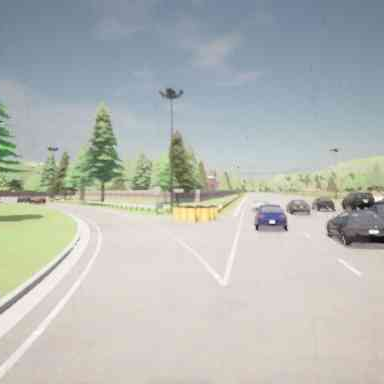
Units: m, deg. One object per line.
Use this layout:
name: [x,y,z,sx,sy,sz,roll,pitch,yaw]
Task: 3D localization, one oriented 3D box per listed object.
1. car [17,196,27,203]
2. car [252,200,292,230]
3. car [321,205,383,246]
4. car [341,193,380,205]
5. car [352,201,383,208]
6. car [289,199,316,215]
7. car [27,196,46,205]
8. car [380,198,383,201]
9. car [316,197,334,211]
car: [-34.464,1.469,68.353,2.128,1.511,4.902,0,0,-40]
car: [4.777,1.465,20.507,1.812,1.442,4.674,0,0,10]
car: [7.359,1.503,14.817,1.994,1.385,4.181,0,0,10]
car: [18.147,1.071,36.504,2.150,2.045,5.566,0,0,10]
car: [11.940,1.471,20.878,1.994,1.385,4.181,0,0,10]
car: [10.431,1.438,32.874,2.033,1.411,5.357,0,0,10]
car: [-28.075,1.529,60.735,1.812,1.442,4.674,0,0,-40]
car: [21.696,1.326,36.492,2.128,1.511,4.902,0,0,10]
car: [14.813,1.367,37.772,1.837,1.490,4.892,0,0,10]
